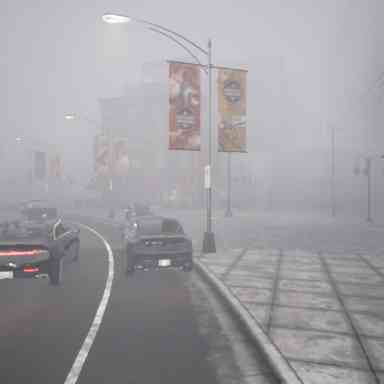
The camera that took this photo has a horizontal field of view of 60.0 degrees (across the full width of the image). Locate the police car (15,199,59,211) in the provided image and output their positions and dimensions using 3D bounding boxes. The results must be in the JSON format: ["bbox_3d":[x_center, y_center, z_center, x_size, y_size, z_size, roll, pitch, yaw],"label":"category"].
[{"bbox_3d":[-11.595,1.412,24.921,1.930,1.638,5.238,0,0,-35],"label":"police car"}]

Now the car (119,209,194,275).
[{"bbox_3d":[-1.251,1.503,10.602,1.837,1.490,4.892,0,0,-14],"label":"car"}]

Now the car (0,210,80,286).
[{"bbox_3d":[-4.305,1.487,9.189,2.128,1.511,4.902,0,0,-12],"label":"car"}]

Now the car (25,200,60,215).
[{"bbox_3d":[-15.682,1.577,34.738,1.895,1.301,4.718,0,0,-43],"label":"car"}]
